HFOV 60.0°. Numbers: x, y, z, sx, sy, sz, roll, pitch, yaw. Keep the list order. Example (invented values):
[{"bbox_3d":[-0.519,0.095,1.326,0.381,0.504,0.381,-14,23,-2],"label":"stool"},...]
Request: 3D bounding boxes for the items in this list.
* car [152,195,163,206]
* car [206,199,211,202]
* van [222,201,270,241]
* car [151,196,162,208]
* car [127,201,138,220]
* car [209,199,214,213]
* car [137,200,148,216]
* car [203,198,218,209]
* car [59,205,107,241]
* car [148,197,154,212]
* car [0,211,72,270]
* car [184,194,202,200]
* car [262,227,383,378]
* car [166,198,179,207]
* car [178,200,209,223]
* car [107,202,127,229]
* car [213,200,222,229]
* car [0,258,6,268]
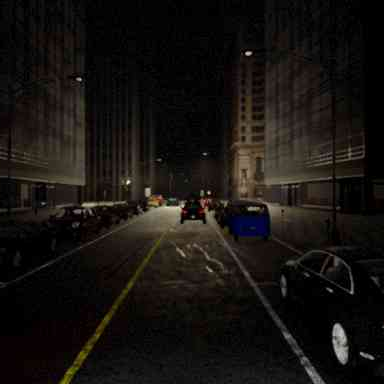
[{"bbox_3d":[-5.870,1.453,54.581,2.192,1.841,5.009,0,0,0],"label":"car"},{"bbox_3d":[2.659,1.647,38.202,1.802,1.307,4.206,0,0,0],"label":"car"},{"bbox_3d":[2.671,1.351,16.364,1.690,1.788,3.998,1,0,0],"label":"van"},{"bbox_3d":[-5.870,1.635,48.951,1.752,1.417,4.829,0,0,0],"label":"car"},{"bbox_3d":[-5.861,1.613,27.284,1.802,1.307,4.206,1,0,0],"label":"car"},{"bbox_3d":[2.664,1.576,27.283,1.887,1.381,4.507,1,0,0],"label":"car"},{"bbox_3d":[-5.863,1.597,32.744,2.008,1.369,4.403,1,0,0],"label":"car"},{"bbox_3d":[2.655,1.656,49.122,1.887,1.381,4.507,0,0,0],"label":"car"},{"bbox_3d":[-5.854,1.449,16.366,1.967,1.590,4.097,1,0,0],"label":"car"},{"bbox_3d":[-5.865,1.630,38.203,1.947,1.339,4.313,1,0,0],"label":"car"},{"bbox_3d":[-5.853,1.554,10.907,2.008,1.369,4.403,1,0,0],"label":"car"},{"bbox_3d":[0.084,1.311,44.585,2.150,2.045,5.566,0,0,0],"label":"car"},{"bbox_3d":[2.674,1.552,5.443,2.008,1.369,4.403,1,0,0],"label":"car"},{"bbox_3d":[-3.054,1.696,53.293,1.994,1.385,4.181,0,0,1],"label":"car"},{"bbox_3d":[0.090,1.552,25.460,1.812,1.442,4.674,0,0,0],"label":"car"},{"bbox_3d":[-5.858,1.563,21.825,1.887,1.381,4.507,1,0,0],"label":"car"},{"bbox_3d":[2.668,1.459,21.824,1.967,1.590,4.097,1,0,0],"label":"car"},{"bbox_3d":[-3.102,1.526,1.544,1.812,1.442,4.674,0,0,0],"label":"car"}]
